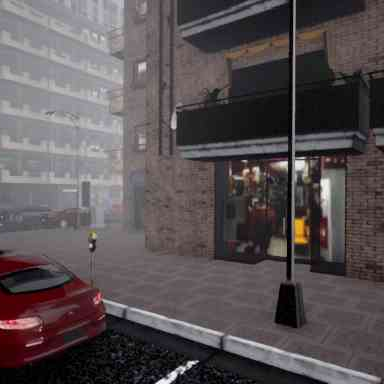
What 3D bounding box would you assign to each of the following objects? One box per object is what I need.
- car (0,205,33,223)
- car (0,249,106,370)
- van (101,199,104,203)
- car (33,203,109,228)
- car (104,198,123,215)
[{"bbox_3d":[-13.274,1.727,27.006,1.994,1.385,4.181,1,0,36],"label":"car"},{"bbox_3d":[-3.119,1.582,5.230,4.206,1.307,1.802,0,0,36],"label":"car"},{"bbox_3d":[-8.664,1.606,37.847,1.690,1.788,3.998,0,-1,36],"label":"van"},{"bbox_3d":[-8.492,1.756,23.728,1.887,1.381,4.507,0,-1,36],"label":"car"},{"bbox_3d":[-6.442,1.507,36.517,2.150,2.045,5.566,1,0,36],"label":"car"}]
